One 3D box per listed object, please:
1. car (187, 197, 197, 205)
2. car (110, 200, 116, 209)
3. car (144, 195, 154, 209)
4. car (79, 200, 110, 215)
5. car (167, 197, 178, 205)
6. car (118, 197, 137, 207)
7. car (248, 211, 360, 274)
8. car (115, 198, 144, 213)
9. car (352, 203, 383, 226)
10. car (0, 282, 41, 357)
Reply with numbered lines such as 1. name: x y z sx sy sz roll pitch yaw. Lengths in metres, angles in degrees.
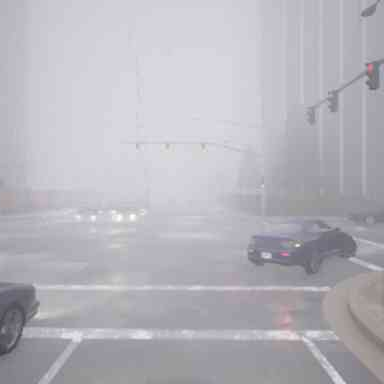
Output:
1. car: 0.001 1.650 59.848 2.033 1.411 5.357 0 0 0
2. car: -10.592 1.677 44.726 1.895 1.301 4.718 0 0 0
3. car: -7.085 1.573 47.763 2.128 1.511 4.902 0 0 0
4. car: -10.599 1.587 35.624 1.812 1.442 4.674 0 0 0
5. car: -3.499 1.650 59.848 2.033 1.411 5.357 0 0 0
6. car: -10.549 1.640 54.638 2.033 1.411 5.357 0 0 1
7. car: 3.538 1.512 10.554 1.812 1.442 4.674 -2 -1 42
8. car: -7.098 1.667 38.434 1.895 1.301 4.718 0 0 0
9. car: 13.267 1.462 22.679 5.008 1.535 1.882 0 0 0
10. car: -3.413 1.553 2.997 2.033 1.411 5.357 0 0 0
